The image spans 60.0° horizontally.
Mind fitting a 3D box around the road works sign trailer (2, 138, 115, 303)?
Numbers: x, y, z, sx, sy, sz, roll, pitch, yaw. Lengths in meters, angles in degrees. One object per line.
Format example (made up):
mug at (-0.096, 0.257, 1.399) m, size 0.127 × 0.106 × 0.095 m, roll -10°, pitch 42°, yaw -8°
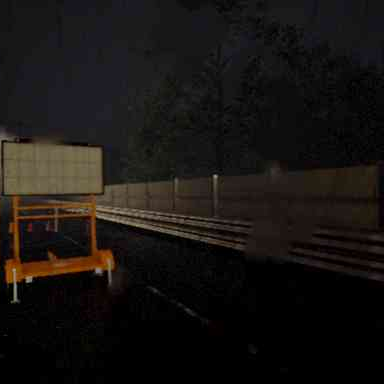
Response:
road works sign trailer at (-3.519, 0.489, 8.595) m, size 2.380 × 3.560 × 2.880 m, roll -1°, pitch 0°, yaw -31°
